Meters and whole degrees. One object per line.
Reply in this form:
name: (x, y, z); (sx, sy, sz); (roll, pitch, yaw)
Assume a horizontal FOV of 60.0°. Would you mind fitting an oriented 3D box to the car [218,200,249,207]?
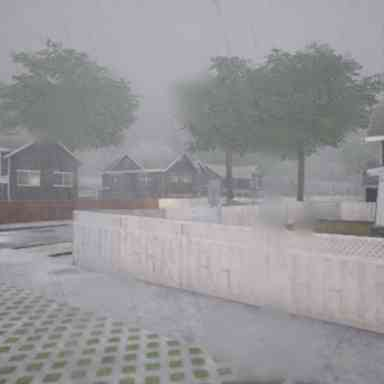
car: (4.534, 1.595, 36.225); (2.128, 1.511, 4.902); (0, 0, 36)
